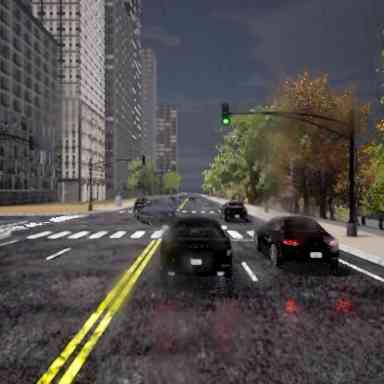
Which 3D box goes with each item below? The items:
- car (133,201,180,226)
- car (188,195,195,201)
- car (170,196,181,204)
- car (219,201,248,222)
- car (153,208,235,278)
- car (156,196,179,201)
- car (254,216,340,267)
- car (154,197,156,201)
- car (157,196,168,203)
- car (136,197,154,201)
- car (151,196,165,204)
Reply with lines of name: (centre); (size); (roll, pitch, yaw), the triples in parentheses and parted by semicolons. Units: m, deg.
car: (-2.527, 1.582, 23.626); (2.033, 1.411, 5.357); (0, -1, -27)
car: (-0.010, 1.601, 86.210); (2.033, 1.411, 5.357); (0, 0, 0)
car: (-3.257, 1.589, 66.066); (2.033, 1.411, 5.357); (0, 0, 0)
car: (3.343, 1.527, 26.939); (1.837, 1.490, 4.892); (0, 0, 0)
car: (0.100, 1.484, 10.225); (1.882, 1.535, 5.008); (0, 0, 0)
car: (-3.343, 1.576, 45.575); (2.033, 1.411, 5.357); (0, 0, 0)
car: (3.345, 1.532, 11.252); (1.812, 1.442, 4.674); (0, 0, 0)
car: (-6.575, 1.525, 53.654); (2.128, 1.511, 4.902); (0, 0, 0)
car: (-6.507, 1.589, 74.689); (2.033, 1.411, 5.357); (0, 0, 0)
car: (-6.594, 1.533, 44.236); (1.837, 1.490, 4.892); (0, 0, 0)
car: (-6.508, 1.588, 64.153); (2.033, 1.411, 5.357); (0, 0, 0)
